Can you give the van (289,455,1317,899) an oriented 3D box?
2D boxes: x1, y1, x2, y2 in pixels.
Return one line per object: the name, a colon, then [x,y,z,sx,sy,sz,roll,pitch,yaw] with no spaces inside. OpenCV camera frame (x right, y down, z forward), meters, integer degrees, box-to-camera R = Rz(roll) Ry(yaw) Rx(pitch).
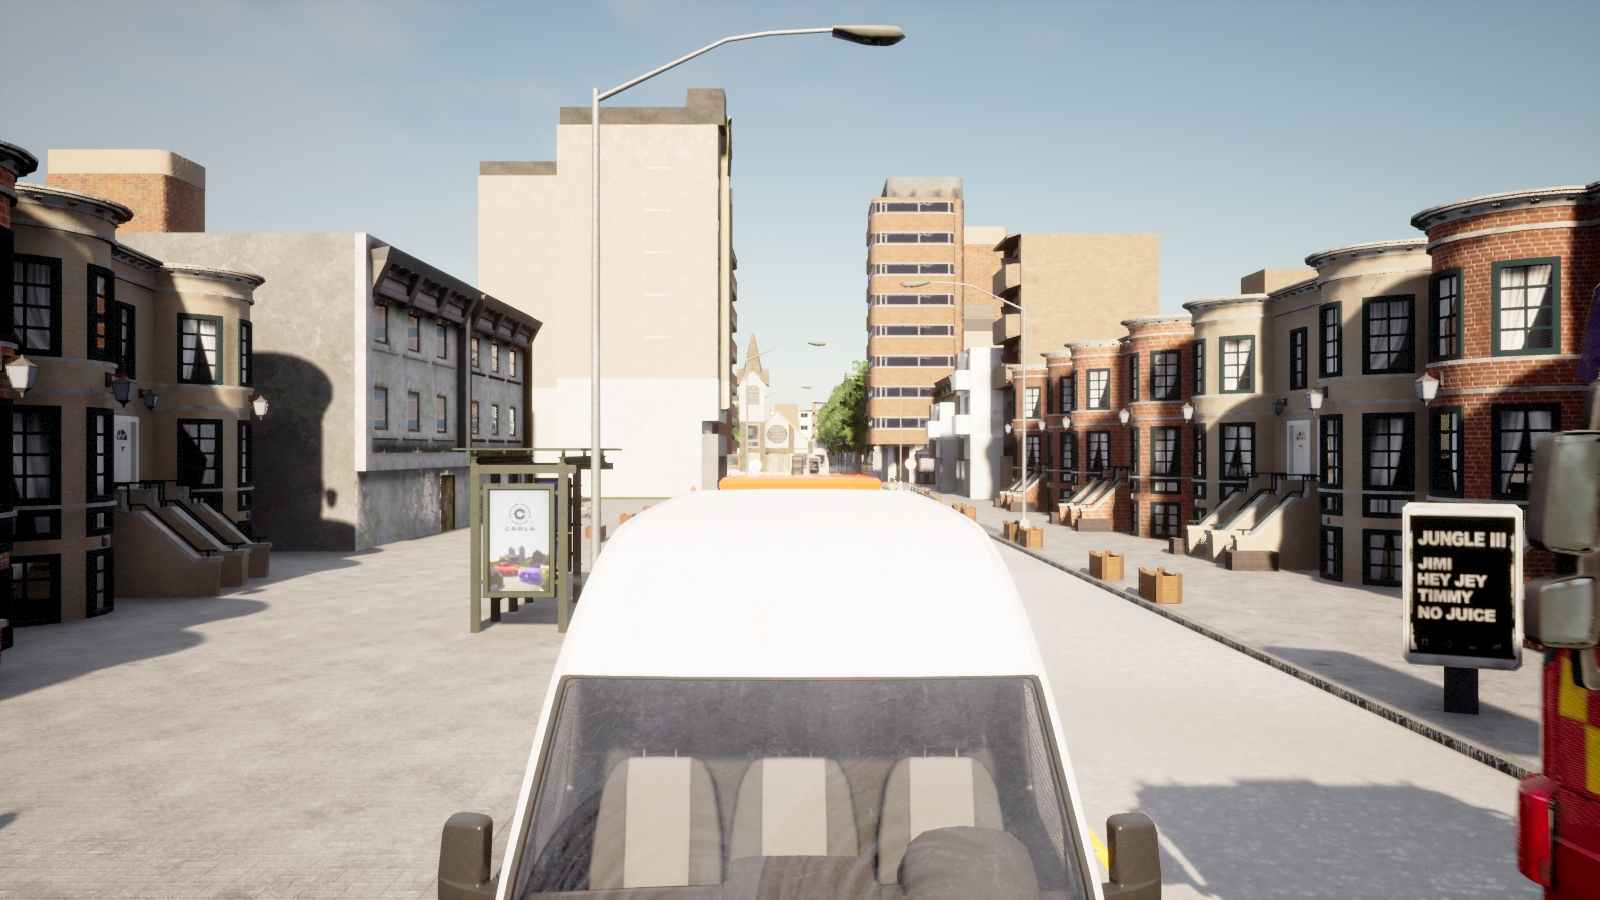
van: [0.007,1.317,5.167,1.988,2.561,5.915,0,0,0]
